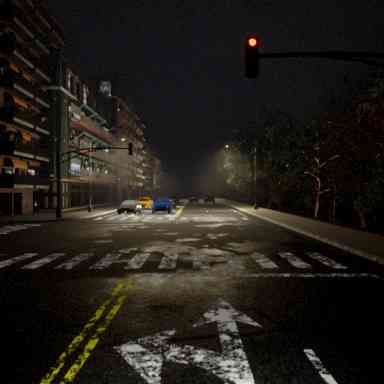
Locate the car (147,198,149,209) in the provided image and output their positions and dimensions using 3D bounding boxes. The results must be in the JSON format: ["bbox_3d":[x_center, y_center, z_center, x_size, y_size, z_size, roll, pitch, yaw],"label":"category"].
[{"bbox_3d":[-6.362,1.485,44.559,1.882,1.535,5.008,0,0,1],"label":"car"}]

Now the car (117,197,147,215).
[{"bbox_3d":[-6.444,1.552,34.906,2.033,1.411,5.357,0,0,0],"label":"car"}]

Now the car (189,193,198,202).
[{"bbox_3d":[0.327,1.253,76.576,2.150,2.045,5.566,0,0,0],"label":"car"}]

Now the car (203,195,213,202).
[{"bbox_3d":[3.576,1.498,76.485,2.033,1.411,5.357,0,0,0],"label":"car"}]

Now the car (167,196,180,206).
[{"bbox_3d":[-3.014,1.518,55.887,1.837,1.490,4.892,0,0,0],"label":"car"}]

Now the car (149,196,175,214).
[{"bbox_3d":[-3.186,1.482,36.345,1.882,1.535,5.008,0,0,1],"label":"car"}]

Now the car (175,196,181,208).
[{"bbox_3d":[-3.098,1.500,45.825,2.128,1.511,4.902,0,0,1],"label":"car"}]

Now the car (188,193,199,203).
[{"bbox_3d":[0.384,1.512,66.486,2.128,1.511,4.902,0,0,0],"label":"car"}]

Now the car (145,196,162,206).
[{"bbox_3d":[-6.270,1.504,54.699,2.128,1.511,4.902,0,0,0],"label":"car"}]

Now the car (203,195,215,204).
[{"bbox_3d":[3.532,1.525,66.065,1.837,1.490,4.892,0,0,0],"label":"car"}]

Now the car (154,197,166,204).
[{"bbox_3d":[-6.223,1.620,65.023,1.895,1.301,4.718,0,0,0],"label":"car"}]
